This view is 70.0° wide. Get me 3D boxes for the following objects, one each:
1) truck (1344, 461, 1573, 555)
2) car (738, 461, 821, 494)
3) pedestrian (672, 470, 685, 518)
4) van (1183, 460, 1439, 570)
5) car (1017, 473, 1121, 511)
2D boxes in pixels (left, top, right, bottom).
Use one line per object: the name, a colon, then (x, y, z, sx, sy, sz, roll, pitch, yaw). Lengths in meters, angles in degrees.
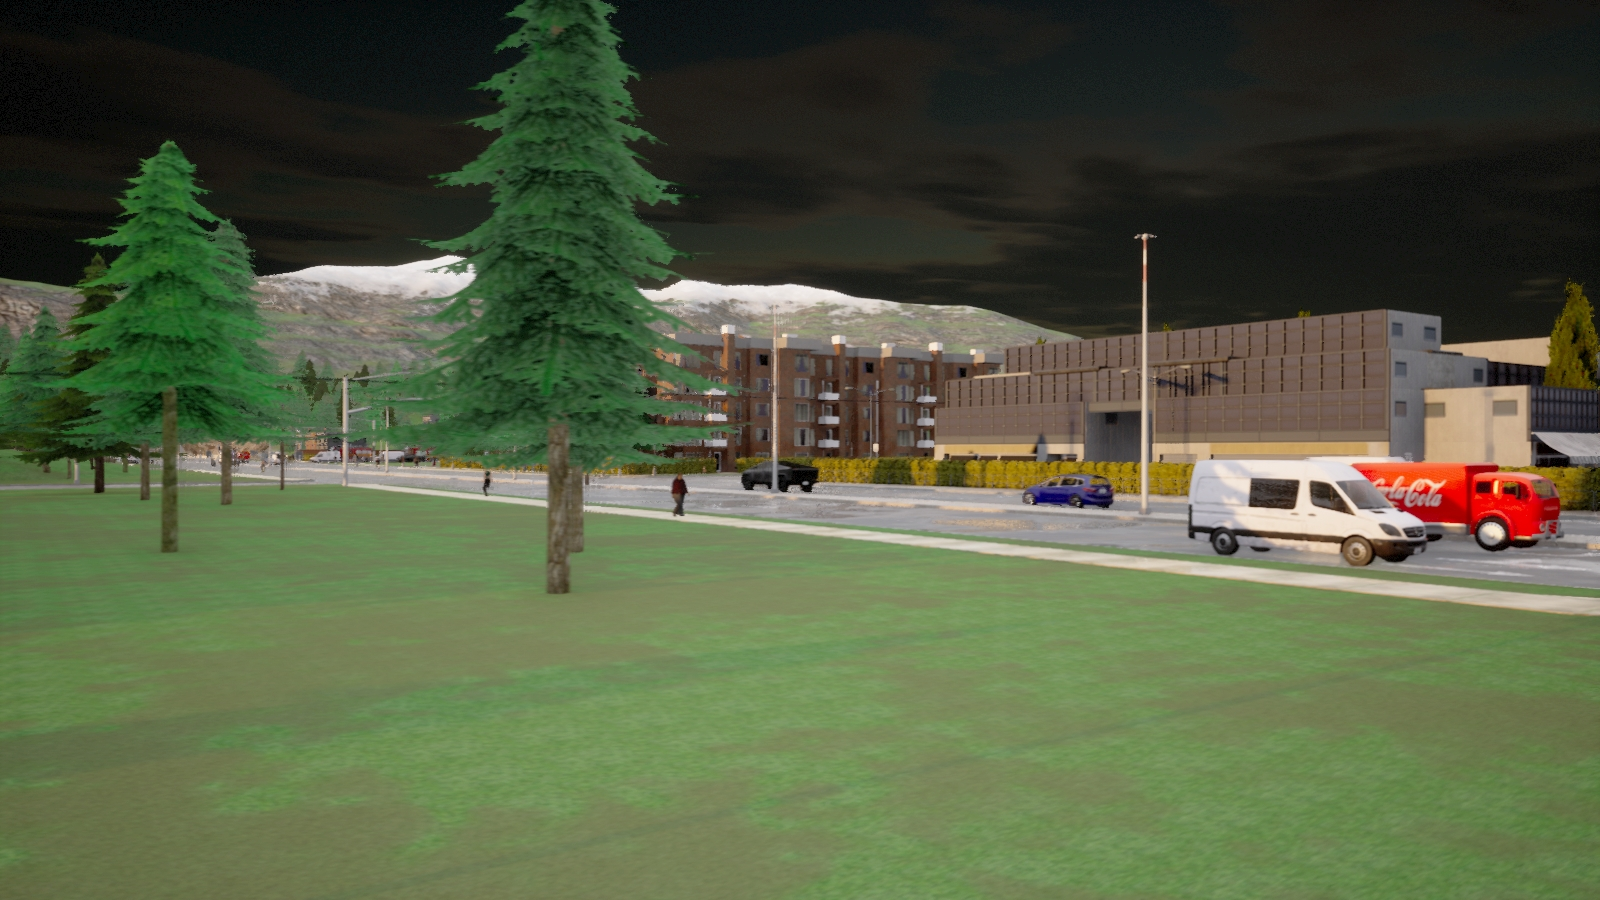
truck: (19.167, 1.591, 33.488, 2.627, 2.467, 5.204, 0, 0, -36)
car: (-1.428, 1.782, 76.187, 2.390, 2.098, 6.274, 0, 0, -35)
pedestrian: (-4.751, 1.711, 44.766, 0.375, 1.860, 0.375, 0, 0, -35)
van: (13.156, 1.553, 29.855, 1.988, 2.561, 5.915, 0, 0, -36)
car: (13.054, 1.996, 55.767, 2.242, 1.667, 4.611, 0, 0, -35)
